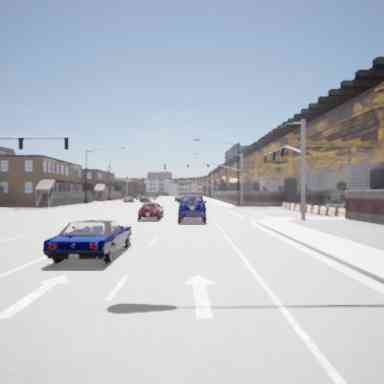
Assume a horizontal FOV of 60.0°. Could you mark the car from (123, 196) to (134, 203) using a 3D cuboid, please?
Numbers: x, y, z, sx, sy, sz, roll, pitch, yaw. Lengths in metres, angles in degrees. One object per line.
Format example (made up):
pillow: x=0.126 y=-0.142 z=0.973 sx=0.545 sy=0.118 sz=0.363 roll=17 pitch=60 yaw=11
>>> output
car: x=-13.997 y=1.693 z=73.397 sx=2.128 sy=1.511 sz=4.902 roll=0 pitch=0 yaw=0

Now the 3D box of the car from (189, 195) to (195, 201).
car: x=0.004 y=1.679 z=94.455 sx=1.882 sy=1.535 sz=5.008 roll=0 pitch=0 yaw=0

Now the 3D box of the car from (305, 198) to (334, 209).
car: x=15.971 y=1.390 z=41.561 sx=1.853 sy=1.218 sz=4.536 roll=0 pitch=0 yaw=44

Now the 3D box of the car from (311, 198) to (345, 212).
car: x=15.977 y=1.380 z=36.874 sx=1.853 sy=1.218 sz=4.536 roll=0 pitch=0 yaw=-36

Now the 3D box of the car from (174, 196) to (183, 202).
car: x=-3.497 y=1.733 z=85.117 sx=2.033 sy=1.411 sz=5.357 roll=0 pitch=0 yaw=0

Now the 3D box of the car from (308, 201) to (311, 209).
car: x=15.946 y=1.537 z=36.915 sx=2.038 sy=1.542 sz=4.974 roll=0 pitch=0 yaw=-36

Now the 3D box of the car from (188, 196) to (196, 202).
car: x=0.003 y=1.748 z=85.741 sx=1.994 sy=1.385 sz=4.181 roll=0 pitch=0 yaw=0

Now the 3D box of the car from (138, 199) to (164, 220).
car: x=-3.450 y=1.591 z=28.316 sx=1.812 sy=1.442 sz=4.674 roll=0 pitch=0 yaw=1

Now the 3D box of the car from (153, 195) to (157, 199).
car: x=-10.497 y=1.689 z=89.196 sx=1.837 sy=1.490 sz=4.892 roll=0 pitch=0 yaw=0

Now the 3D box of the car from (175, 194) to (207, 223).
car: x=0.033 y=1.284 z=26.522 sx=2.150 sy=2.045 sz=5.566 roll=0 pitch=0 yaw=0

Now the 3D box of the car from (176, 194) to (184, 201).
car: x=-3.496 y=1.556 z=94.426 sx=2.097 sy=1.767 sz=4.553 roll=0 pitch=0 yaw=0

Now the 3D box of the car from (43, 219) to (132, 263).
car: x=-3.459 y=1.629 z=12.038 sx=1.895 sy=1.301 sz=4.718 roll=0 pitch=0 yaw=1

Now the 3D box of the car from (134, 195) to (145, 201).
car: x=-13.997 y=1.714 z=89.196 sx=2.128 sy=1.511 sz=4.902 roll=0 pitch=0 yaw=0

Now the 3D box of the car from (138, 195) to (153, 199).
car: x=-10.497 y=1.646 z=73.400 sx=1.882 sy=1.535 sz=5.008 roll=0 pitch=0 yaw=0
